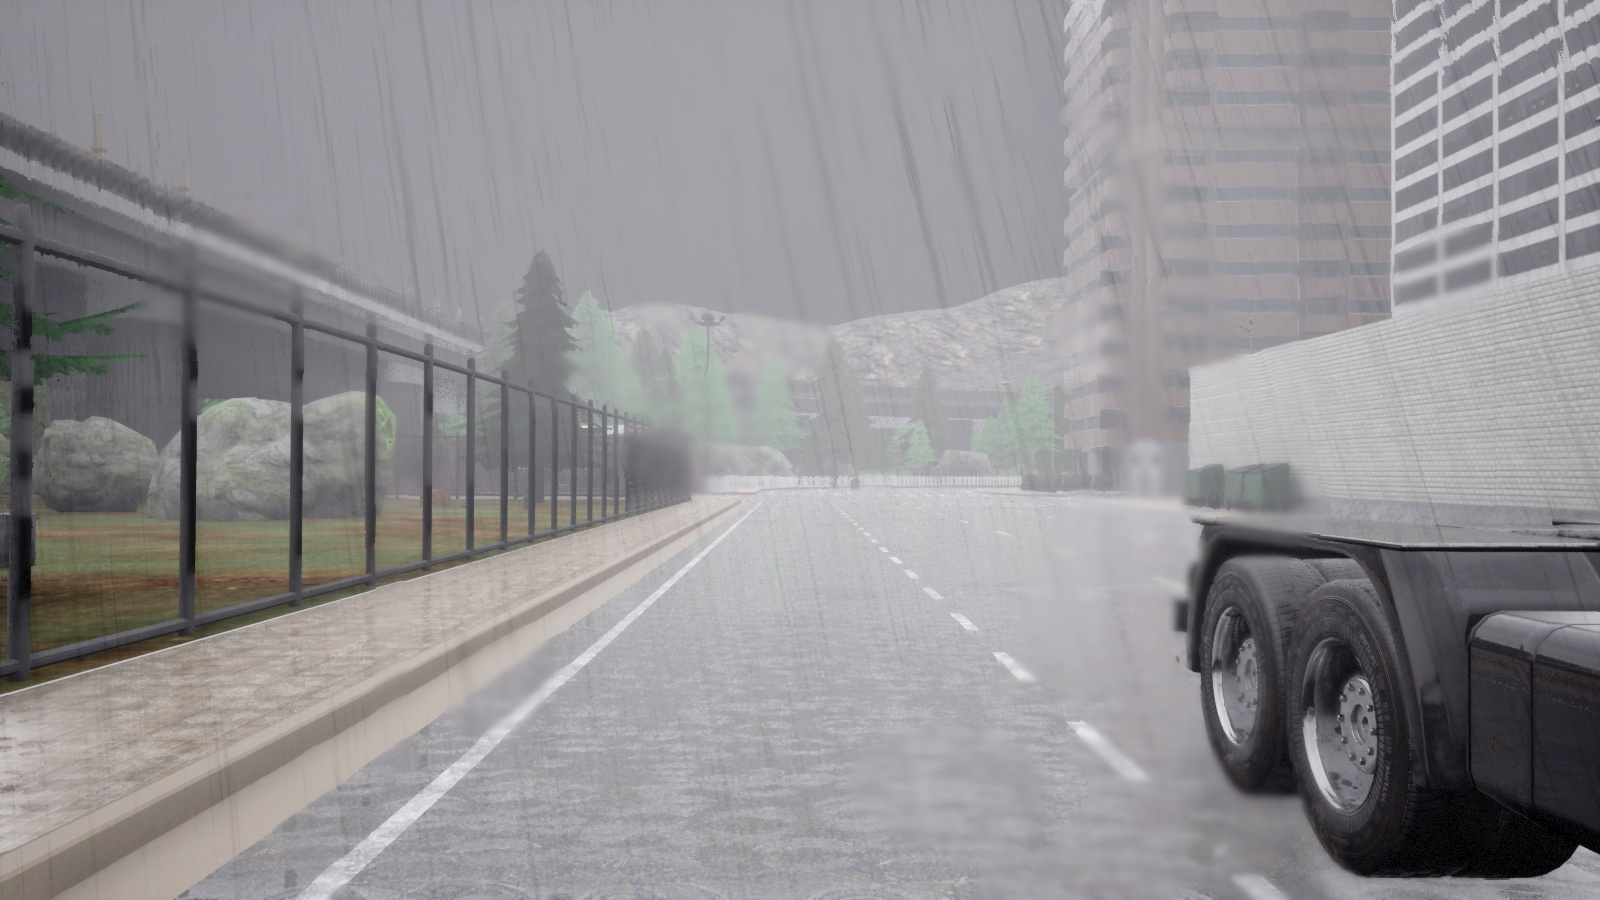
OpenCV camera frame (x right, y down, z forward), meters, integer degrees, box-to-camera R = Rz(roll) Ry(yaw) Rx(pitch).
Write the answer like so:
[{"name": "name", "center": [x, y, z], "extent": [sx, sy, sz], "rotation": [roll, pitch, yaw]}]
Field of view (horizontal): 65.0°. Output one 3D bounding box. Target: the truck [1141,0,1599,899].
[{"name": "truck", "center": [3.487, -0.123, 3.466], "extent": [2.891, 3.462, 7.936], "rotation": [0, -1, 0]}]

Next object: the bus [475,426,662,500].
[{"name": "bus", "center": [-13.602, 0.797, 74.578], "extent": [10.273, 4.253, 3.944], "rotation": [0, -1, 3]}]
